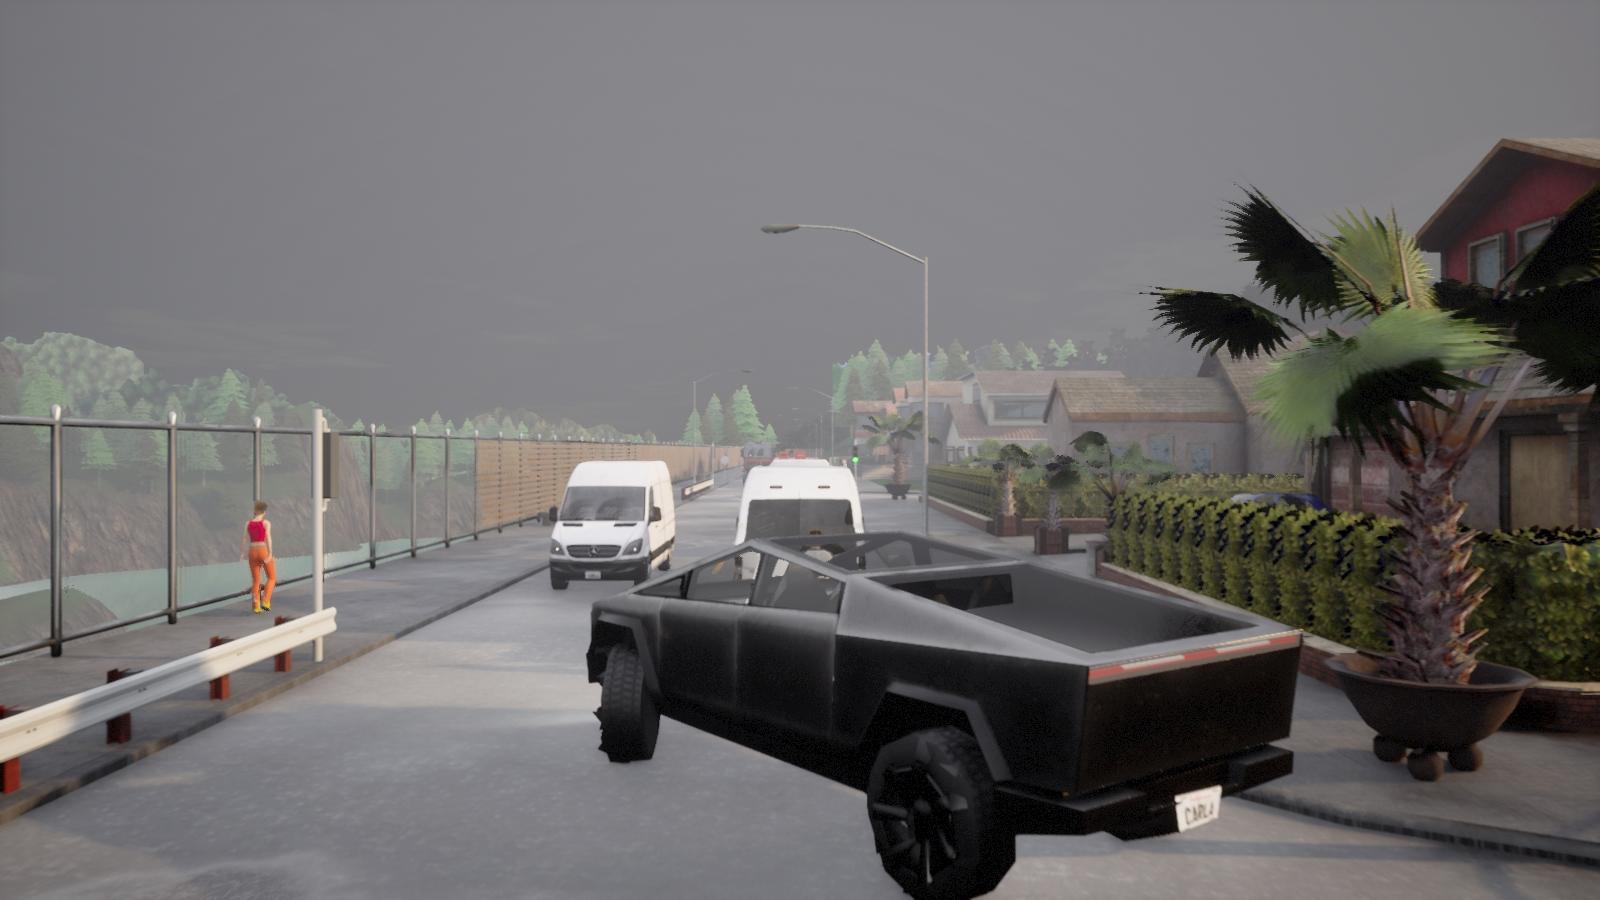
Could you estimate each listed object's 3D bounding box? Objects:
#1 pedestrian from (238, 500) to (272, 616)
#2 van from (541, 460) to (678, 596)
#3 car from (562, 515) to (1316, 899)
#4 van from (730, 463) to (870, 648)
[{"bbox_3d":[-8.845,1.744,18.560,0.375,1.860,0.375,0,0,-2],"label":"pedestrian"},{"bbox_3d":[-3.991,1.534,24.975,1.988,2.561,5.915,0,0,0],"label":"van"},{"bbox_3d":[0.520,1.754,9.215,2.390,2.098,6.274,0,0,-36],"label":"car"},{"bbox_3d":[0.007,1.535,19.178,1.988,2.561,5.915,0,0,0],"label":"van"}]
